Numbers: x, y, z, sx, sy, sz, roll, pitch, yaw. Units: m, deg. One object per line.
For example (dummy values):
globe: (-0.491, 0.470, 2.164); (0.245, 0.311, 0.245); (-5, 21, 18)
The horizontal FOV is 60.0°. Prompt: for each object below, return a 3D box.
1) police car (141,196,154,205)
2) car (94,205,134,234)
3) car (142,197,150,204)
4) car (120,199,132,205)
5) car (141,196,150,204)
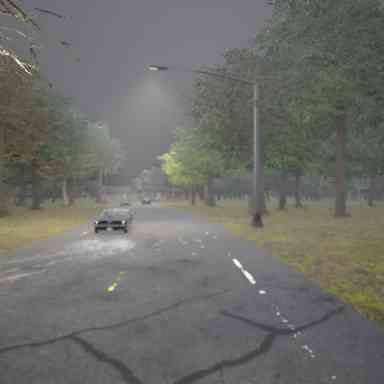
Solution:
police car: (-10.049, 2.035, 73.523); (1.930, 1.638, 5.238); (0, -1, -10)
car: (-4.648, 1.725, 20.200); (1.895, 1.301, 4.718); (0, 0, -5)
car: (-12.267, 2.201, 89.024); (2.097, 1.767, 4.553); (0, -1, -6)
car: (-12.214, 2.033, 61.479); (1.994, 1.385, 4.181); (0, -1, -13)
car: (-11.565, 1.984, 83.202); (2.150, 2.045, 5.566); (0, -1, -8)
